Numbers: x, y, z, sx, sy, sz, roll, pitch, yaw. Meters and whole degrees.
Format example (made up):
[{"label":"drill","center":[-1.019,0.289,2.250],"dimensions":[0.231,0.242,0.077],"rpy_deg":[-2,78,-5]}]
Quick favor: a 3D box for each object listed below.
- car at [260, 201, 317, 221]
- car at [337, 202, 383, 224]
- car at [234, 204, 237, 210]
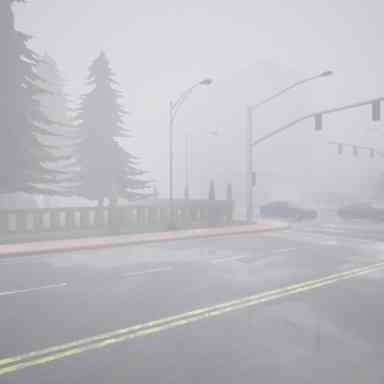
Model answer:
[{"label":"car","center":[7.823,1.478,27.313],"dimensions":[1.882,1.535,5.008],"rpy_deg":[0,0,-35]},{"label":"car","center":[13.431,1.525,25.383],"dimensions":[1.812,1.442,4.674],"rpy_deg":[0,0,-34]},{"label":"car","center":[3.217,1.601,39.834],"dimensions":[1.895,1.301,4.718],"rpy_deg":[0,0,-35]}]
